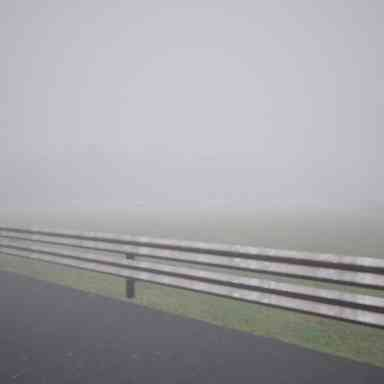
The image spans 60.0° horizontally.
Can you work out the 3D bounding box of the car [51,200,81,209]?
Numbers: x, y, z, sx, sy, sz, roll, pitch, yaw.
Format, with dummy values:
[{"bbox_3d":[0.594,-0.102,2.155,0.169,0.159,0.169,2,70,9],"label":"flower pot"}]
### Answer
[{"bbox_3d":[-23.084,2.339,61.108,5.366,1.575,1.801,0,-1,2],"label":"car"}]
